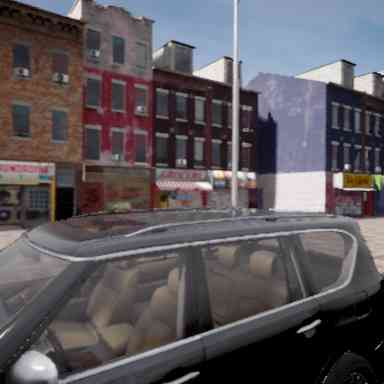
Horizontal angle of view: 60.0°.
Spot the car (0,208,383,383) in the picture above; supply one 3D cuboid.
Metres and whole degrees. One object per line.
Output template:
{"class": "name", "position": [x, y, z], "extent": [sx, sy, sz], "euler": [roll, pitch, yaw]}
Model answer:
{"class": "car", "position": [-0.571, 1.204, 2.689], "extent": [5.566, 2.045, 2.150], "euler": [0, 0, -34]}
